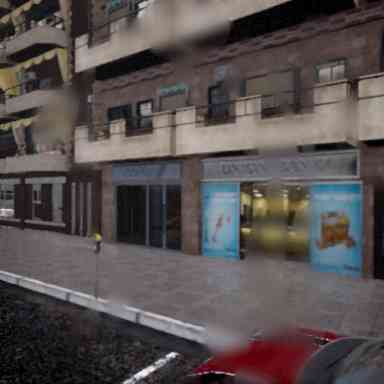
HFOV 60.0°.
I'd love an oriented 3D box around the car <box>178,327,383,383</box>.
[{"bbox_3d":[1.620,1.440,1.718,4.097,1.590,1.967,0,0,35],"label":"car"}]
